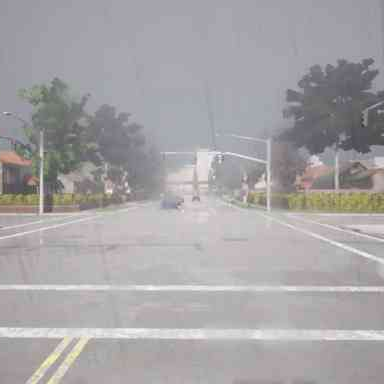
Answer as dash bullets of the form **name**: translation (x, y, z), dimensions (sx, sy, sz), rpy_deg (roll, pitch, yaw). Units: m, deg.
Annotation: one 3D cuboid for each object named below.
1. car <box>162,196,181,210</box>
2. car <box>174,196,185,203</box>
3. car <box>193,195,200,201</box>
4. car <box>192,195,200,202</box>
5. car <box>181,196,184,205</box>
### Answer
- **car**: translation (-2.847, 1.477, 43.235), dimensions (1.882, 1.535, 5.008), rpy_deg (0, 0, 0)
- **car**: translation (-2.562, 1.546, 69.340), dimensions (2.033, 1.411, 5.357), rpy_deg (0, 0, 0)
- **car**: translation (1.082, 1.512, 89.442), dimensions (1.812, 1.442, 4.674), rpy_deg (0, 0, 0)
- **car**: translation (1.008, 1.498, 79.044), dimensions (1.837, 1.490, 4.892), rpy_deg (0, 0, 0)
- **car**: translation (-2.772, 1.352, 52.968), dimensions (2.097, 1.767, 4.553), rpy_deg (0, 0, 1)
